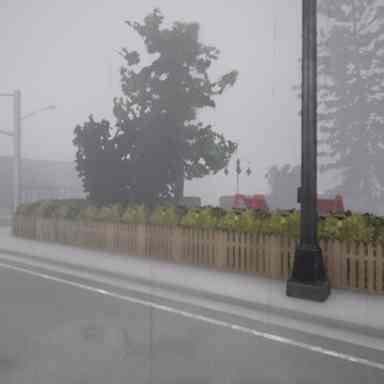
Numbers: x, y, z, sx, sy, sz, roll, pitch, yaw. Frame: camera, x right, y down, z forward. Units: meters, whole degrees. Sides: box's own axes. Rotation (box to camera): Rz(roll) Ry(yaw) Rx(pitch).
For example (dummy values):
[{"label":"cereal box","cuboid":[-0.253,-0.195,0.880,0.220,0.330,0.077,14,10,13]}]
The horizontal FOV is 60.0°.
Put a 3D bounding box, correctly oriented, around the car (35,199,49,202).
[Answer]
[{"label":"car","cuboid":[-14.169,1.428,31.811,1.812,1.442,4.674,0,0,34]}]
